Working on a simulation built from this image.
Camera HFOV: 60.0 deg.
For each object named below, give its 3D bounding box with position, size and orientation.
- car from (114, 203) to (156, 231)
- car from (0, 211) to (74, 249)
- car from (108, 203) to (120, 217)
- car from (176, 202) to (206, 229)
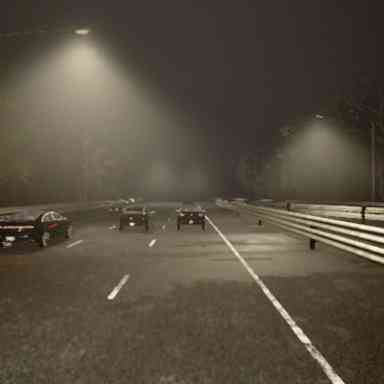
[{"bbox_3d":[-3.570,1.664,22.041,1.837,1.490,4.892,0,0,-1],"label":"car"},{"bbox_3d":[-6.988,1.601,15.231,2.128,1.511,4.902,0,0,-1],"label":"car"},{"bbox_3d":[-7.297,1.803,34.509,2.033,1.411,5.357,0,0,-1],"label":"car"},{"bbox_3d":[-0.082,1.655,22.776,2.128,1.511,4.902,0,0,-1],"label":"car"}]
